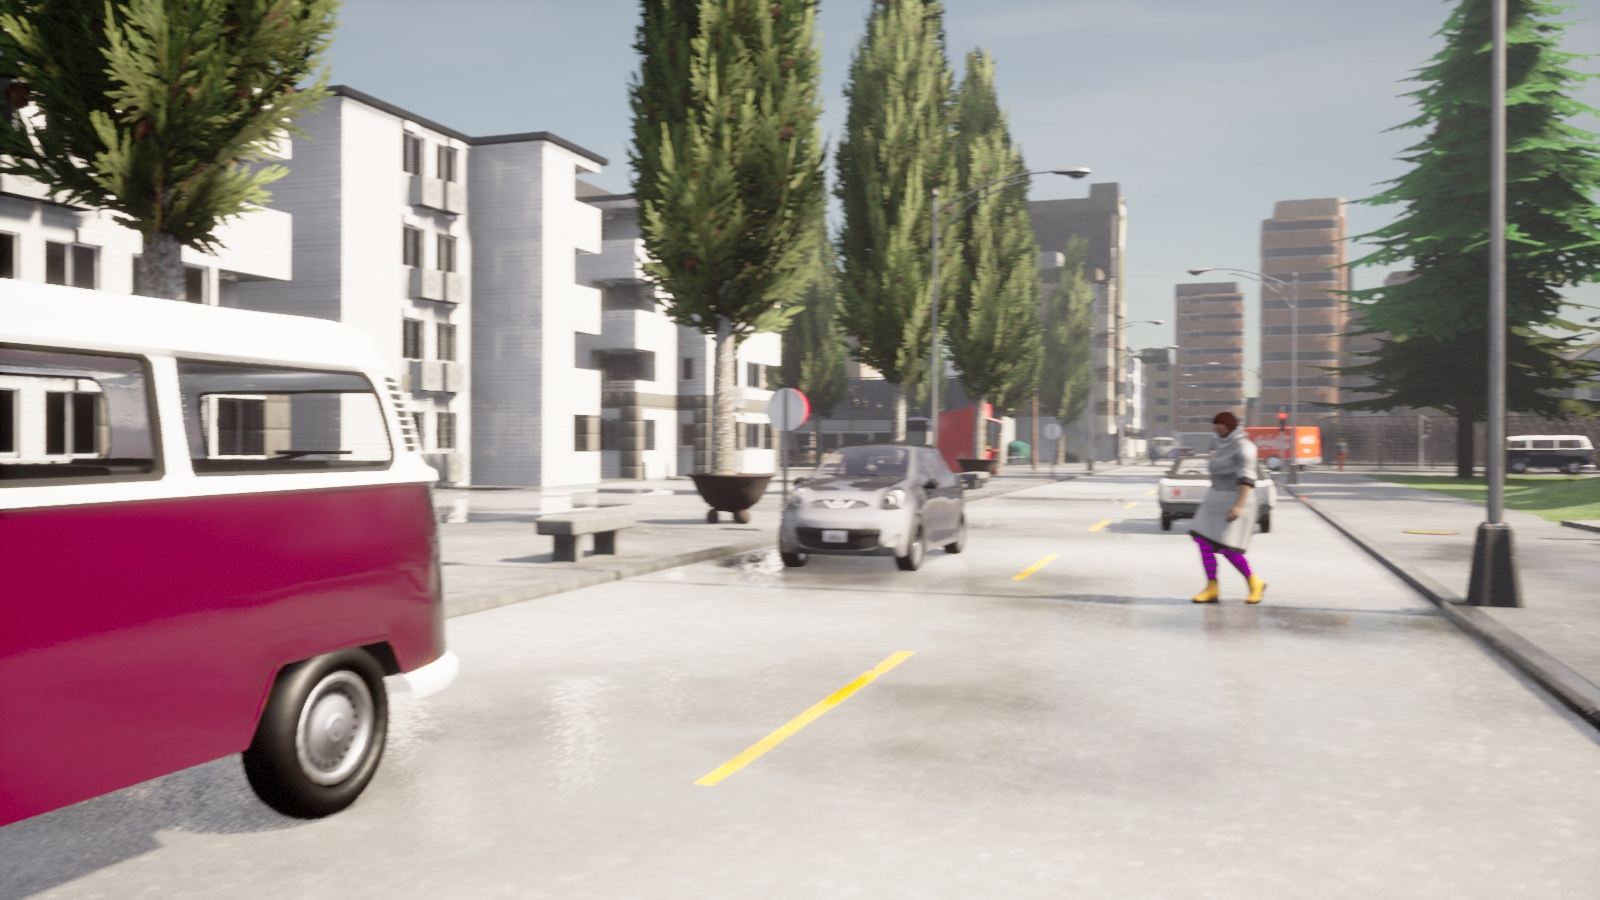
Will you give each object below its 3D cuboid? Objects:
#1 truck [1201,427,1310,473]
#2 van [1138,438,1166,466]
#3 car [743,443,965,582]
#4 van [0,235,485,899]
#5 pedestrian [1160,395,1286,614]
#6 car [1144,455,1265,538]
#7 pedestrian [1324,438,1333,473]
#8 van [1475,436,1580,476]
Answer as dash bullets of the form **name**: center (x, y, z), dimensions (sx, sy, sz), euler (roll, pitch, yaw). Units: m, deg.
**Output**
- **truck**: center (25.696, -0.010, 71.036), dimensions (2.627, 2.467, 5.204), euler (-2, 1, -35)
- **van**: center (25.089, 0.134, 89.447), dimensions (1.775, 1.987, 4.442), euler (0, 0, 18)
- **car**: center (0.804, 0.676, 15.745), dimensions (1.845, 1.501, 3.633), euler (0, 0, 18)
- **van**: center (-3.099, 0.431, 3.855), dimensions (2.069, 2.038, 4.480), euler (0, 0, 18)
- **pedestrian**: center (3.911, 0.484, 11.650), dimensions (0.873, 1.952, 0.659), euler (0, 0, -17)
- **car**: center (7.392, 0.758, 22.929), dimensions (1.895, 1.301, 4.718), euler (0, 0, 18)
- **pedestrian**: center (28.056, 0.275, 66.672), dimensions (0.353, 1.847, 0.614), euler (0, 0, 19)
- **van**: center (38.273, 0.305, 66.180), dimensions (4.480, 2.038, 2.069), euler (0, 0, 18)
